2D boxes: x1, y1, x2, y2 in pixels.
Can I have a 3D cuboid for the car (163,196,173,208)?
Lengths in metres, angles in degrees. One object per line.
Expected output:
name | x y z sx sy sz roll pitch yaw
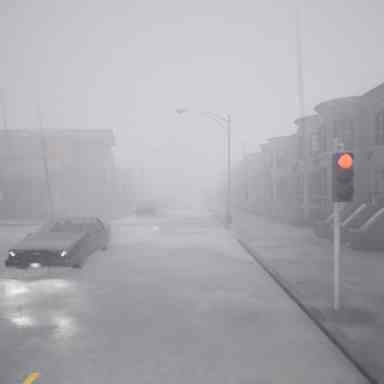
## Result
car | -4.159 1.526 47.280 1.812 1.442 4.674 0 0 0

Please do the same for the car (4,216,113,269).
car | -4.122 1.547 11.414 2.033 1.411 5.357 0 0 0

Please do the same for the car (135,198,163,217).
car | -4.151 1.477 31.540 1.882 1.535 5.008 0 0 0

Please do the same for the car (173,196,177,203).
car | -4.082 1.509 66.881 1.837 1.490 4.892 0 0 0
